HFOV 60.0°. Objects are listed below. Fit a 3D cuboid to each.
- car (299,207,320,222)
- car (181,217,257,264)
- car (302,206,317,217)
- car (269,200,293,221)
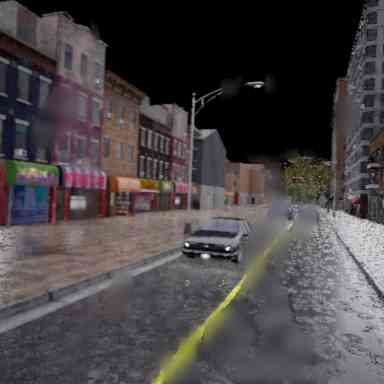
[{"bbox_3d":[12.509,2.297,35.391,1.882,1.535,5.008,2,-1,21],"label":"car"},{"bbox_3d":[1.344,1.701,13.037,2.033,1.411,5.357,2,0,20],"label":"car"},{"bbox_3d":[16.380,2.681,46.218,1.895,1.301,4.718,2,-1,20],"label":"car"},{"bbox_3d":[9.731,1.922,36.059,2.150,2.045,5.566,2,-1,20],"label":"car"}]
